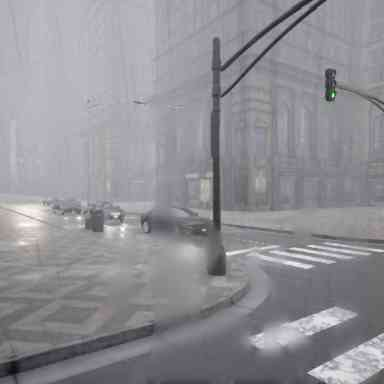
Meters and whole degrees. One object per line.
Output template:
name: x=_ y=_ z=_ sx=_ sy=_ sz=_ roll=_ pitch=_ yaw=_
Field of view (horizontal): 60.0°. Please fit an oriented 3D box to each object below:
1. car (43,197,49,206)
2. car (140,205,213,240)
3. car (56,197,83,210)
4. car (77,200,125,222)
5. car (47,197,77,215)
car: x=-21.983 y=1.446 z=52.116 sx=1.812 sy=1.442 sz=4.674 roll=0 pitch=0 yaw=-35
car: x=-0.894 y=1.470 z=17.211 sx=1.882 sy=1.535 sz=5.008 roll=0 pitch=0 yaw=-36
car: x=-16.342 y=1.489 z=44.301 sx=2.033 sy=1.411 sz=5.357 roll=0 pitch=0 yaw=-35
car: x=-6.807 y=1.480 z=25.499 sx=2.128 sy=1.511 sz=4.902 roll=0 pitch=0 yaw=-36
car: x=-12.954 y=1.518 z=34.131 sx=2.033 sy=1.411 sz=5.357 roll=0 pitch=0 yaw=-35
